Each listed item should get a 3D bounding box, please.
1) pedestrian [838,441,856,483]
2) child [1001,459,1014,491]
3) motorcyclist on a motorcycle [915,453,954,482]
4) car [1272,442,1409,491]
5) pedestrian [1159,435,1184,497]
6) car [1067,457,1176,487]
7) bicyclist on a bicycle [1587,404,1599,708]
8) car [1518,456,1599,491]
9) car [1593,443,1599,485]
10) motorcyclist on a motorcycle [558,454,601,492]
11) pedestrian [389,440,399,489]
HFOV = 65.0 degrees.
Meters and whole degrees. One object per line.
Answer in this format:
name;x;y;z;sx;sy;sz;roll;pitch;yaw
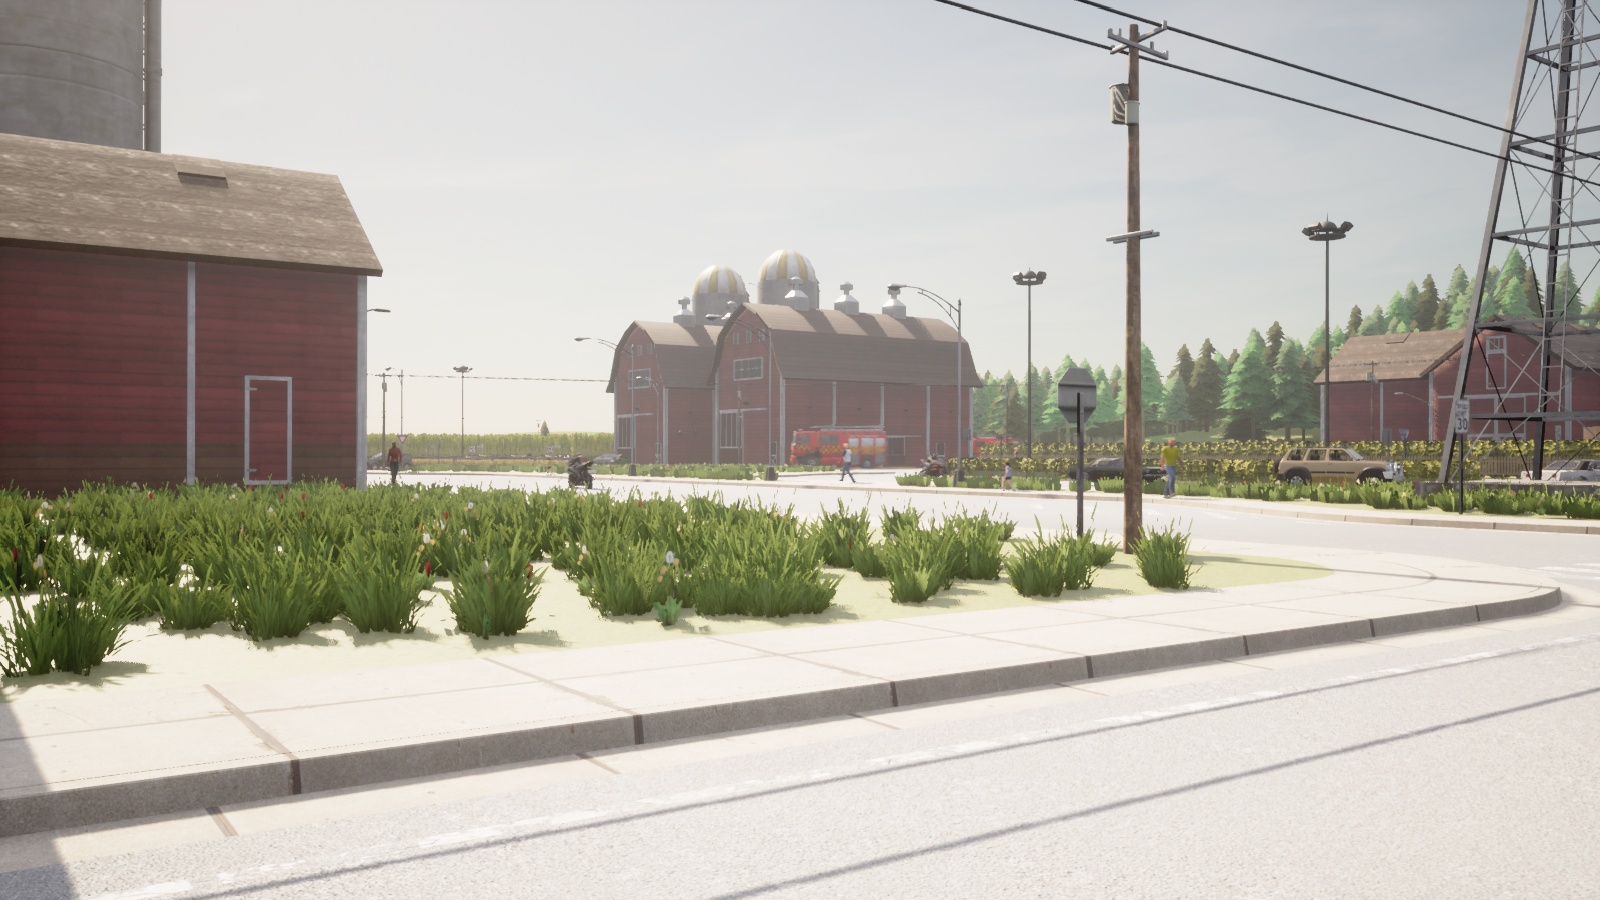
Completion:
pedestrian;2.079;0.537;55.995;0.706;1.836;0.354;0;0;33
child;7.343;0.873;44.372;0.255;1.110;0.394;0;0;-37
motorcyclist on a motorcycle;7.223;0.929;67.434;0.866;1.530;2.191;0;0;-36
car;21.283;0.638;49.506;4.605;1.855;1.932;0;0;38
pedestrian;10.953;0.468;37.049;0.354;1.836;0.706;0;0;-17
car;14.577;0.954;57.166;1.895;1.301;4.718;0;0;-35
bicyclist on a bicycle;5.564;0.622;7.699;1.843;1.776;0.659;0;-1;-38
car;30.457;0.899;48.582;4.718;1.301;1.895;0;0;-17
car;37.460;0.616;54.671;1.932;1.855;4.605;0;0;-35
motorcyclist on a motorcycle;-9.064;0.925;51.660;0.866;1.530;2.191;0;0;-36
pedestrian;-15.268;0.548;47.234;0.331;1.846;0.636;0;0;-20
